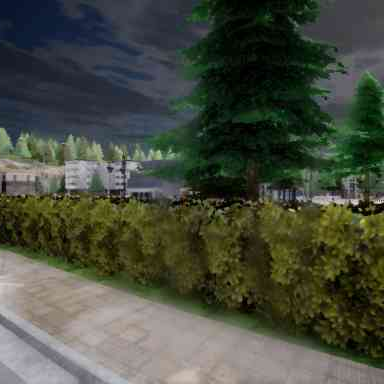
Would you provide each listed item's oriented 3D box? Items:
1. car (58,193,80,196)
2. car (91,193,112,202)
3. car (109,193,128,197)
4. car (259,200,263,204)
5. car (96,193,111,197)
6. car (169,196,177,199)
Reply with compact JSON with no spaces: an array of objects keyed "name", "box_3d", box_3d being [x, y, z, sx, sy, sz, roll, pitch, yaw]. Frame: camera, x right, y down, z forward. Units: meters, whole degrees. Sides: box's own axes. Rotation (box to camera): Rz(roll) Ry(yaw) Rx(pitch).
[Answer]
[{"name":"car","box_3d":[-28.396,1.154,79.405,2.152,1.636,5.027,0,0,43]},{"name":"car","box_3d":[-19.104,1.077,70.610,1.905,1.878,3.866,0,0,43]},{"name":"car","box_3d":[-10.572,1.384,52.698,1.970,1.475,3.806,0,0,43]},{"name":"car","box_3d":[9.648,1.352,44.189,2.097,1.767,4.553,0,0,43]},{"name":"car","box_3d":[-16.710,1.097,68.913,1.932,1.855,4.605,0,0,43]},{"name":"car","box_3d":[-3.307,1.374,56.039,1.845,1.501,3.633,0,0,43]}]
